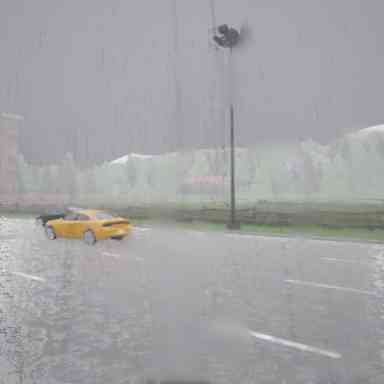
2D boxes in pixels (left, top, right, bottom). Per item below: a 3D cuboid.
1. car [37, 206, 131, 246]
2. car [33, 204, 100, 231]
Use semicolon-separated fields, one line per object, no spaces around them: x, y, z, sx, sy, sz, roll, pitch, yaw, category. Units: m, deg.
-5.176;1.626;16.281;5.008;1.535;1.882;-1;0;35;car
-8.818;1.703;23.170;5.008;1.535;1.882;0;0;36;car
